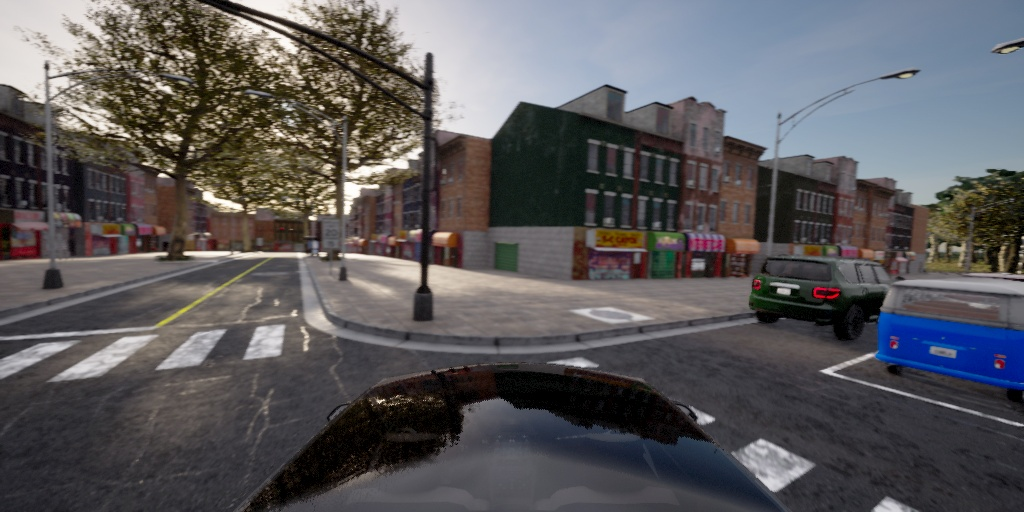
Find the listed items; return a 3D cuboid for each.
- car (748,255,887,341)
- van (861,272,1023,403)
[{"bbox_3d":[9.345,1.055,10.420,5.566,2.045,2.150,1,3,-27],"label":"car"},{"bbox_3d":[8.330,1.303,6.611,3.998,1.789,1.690,0,0,-31],"label":"van"}]
